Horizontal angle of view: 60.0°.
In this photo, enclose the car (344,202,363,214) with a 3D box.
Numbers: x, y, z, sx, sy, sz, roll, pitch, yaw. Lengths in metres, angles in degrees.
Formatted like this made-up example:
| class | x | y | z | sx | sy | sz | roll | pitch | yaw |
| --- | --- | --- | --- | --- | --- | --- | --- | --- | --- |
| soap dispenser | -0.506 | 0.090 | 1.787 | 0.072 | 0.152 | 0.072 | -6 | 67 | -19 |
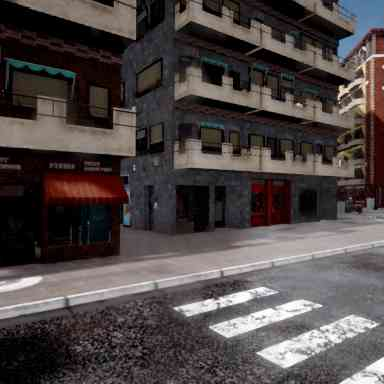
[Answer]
| class | x | y | z | sx | sy | sz | roll | pitch | yaw |
| --- | --- | --- | --- | --- | --- | --- | --- | --- | --- |
| car | 17.812 | 1.787 | 38.243 | 1.895 | 1.301 | 4.718 | 0 | 0 | 5 |
